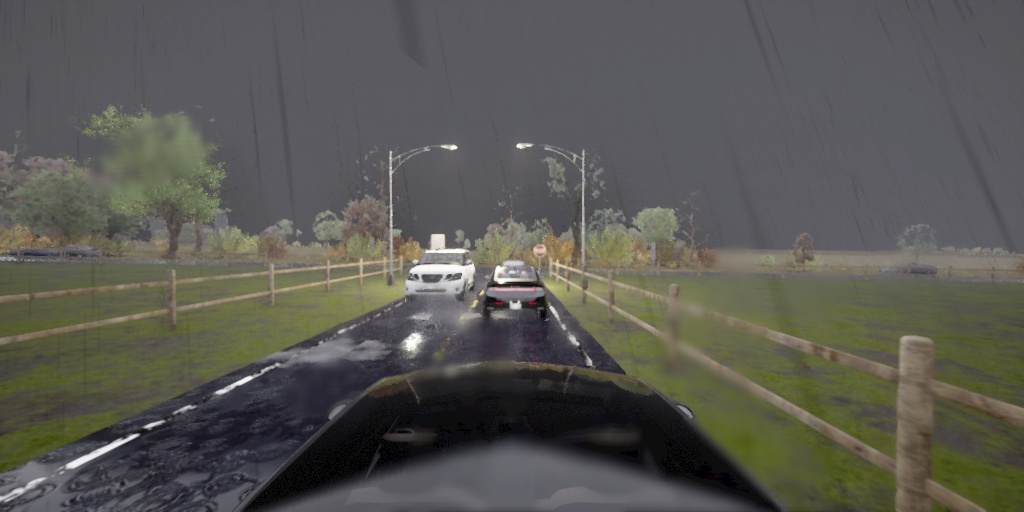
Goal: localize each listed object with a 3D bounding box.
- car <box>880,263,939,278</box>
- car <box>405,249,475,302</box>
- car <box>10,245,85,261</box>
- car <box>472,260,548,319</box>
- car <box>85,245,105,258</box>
[{"bbox_3d":[41.796,1.450,37.834,4.902,1.511,2.128,1,2,0],"label":"car"},{"bbox_3d":[-2.840,0.705,15.435,2.150,2.045,5.566,0,1,0],"label":"car"},{"bbox_3d":[-45.389,-0.225,34.971,4.718,1.301,1.895,1,2,0],"label":"car"},{"bbox_3d":[0.095,1.046,11.781,2.128,1.511,4.902,0,1,0],"label":"car"},{"bbox_3d":[-46.004,-0.437,37.810,4.902,1.511,2.128,1,2,1],"label":"car"}]
